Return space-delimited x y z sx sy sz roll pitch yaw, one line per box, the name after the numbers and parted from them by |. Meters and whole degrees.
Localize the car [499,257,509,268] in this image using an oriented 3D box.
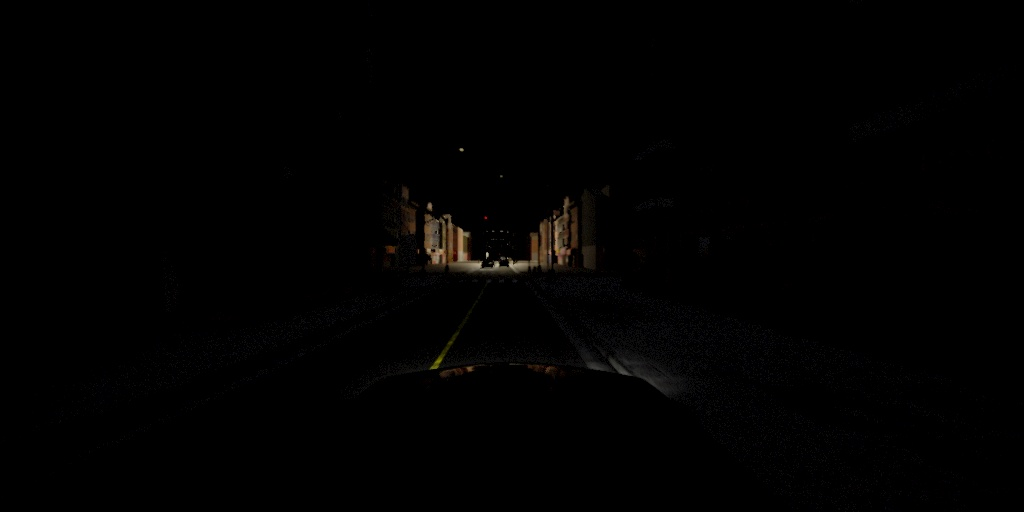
-1.352 1.277 61.034 1.948 1.339 4.313 0 0 -2 | car

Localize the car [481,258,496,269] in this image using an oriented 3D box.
-3.840 1.263 55.897 2.033 1.411 5.357 0 0 -2 | car
